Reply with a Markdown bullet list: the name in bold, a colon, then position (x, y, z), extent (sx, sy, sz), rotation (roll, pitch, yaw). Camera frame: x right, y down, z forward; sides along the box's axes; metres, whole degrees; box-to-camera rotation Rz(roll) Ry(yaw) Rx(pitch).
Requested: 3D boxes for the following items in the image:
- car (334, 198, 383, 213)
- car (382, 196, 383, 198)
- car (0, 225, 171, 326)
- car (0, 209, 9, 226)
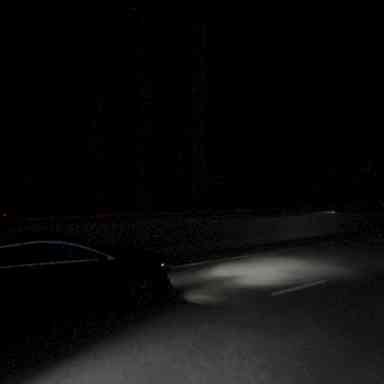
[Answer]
- **car**: position (13.183, 1.513, 26.327), extent (5.008, 1.535, 1.882), rotation (0, 0, -36)
- **car**: position (22.692, 1.586, 42.705), extent (4.902, 1.511, 2.128), rotation (0, 0, -43)
- **car**: position (-2.700, 1.492, 6.120), extent (4.902, 1.511, 2.128), rotation (0, 0, -36)
- **car**: position (-11.945, 1.352, 16.969), extent (4.553, 1.767, 2.097), rotation (0, 0, -36)
